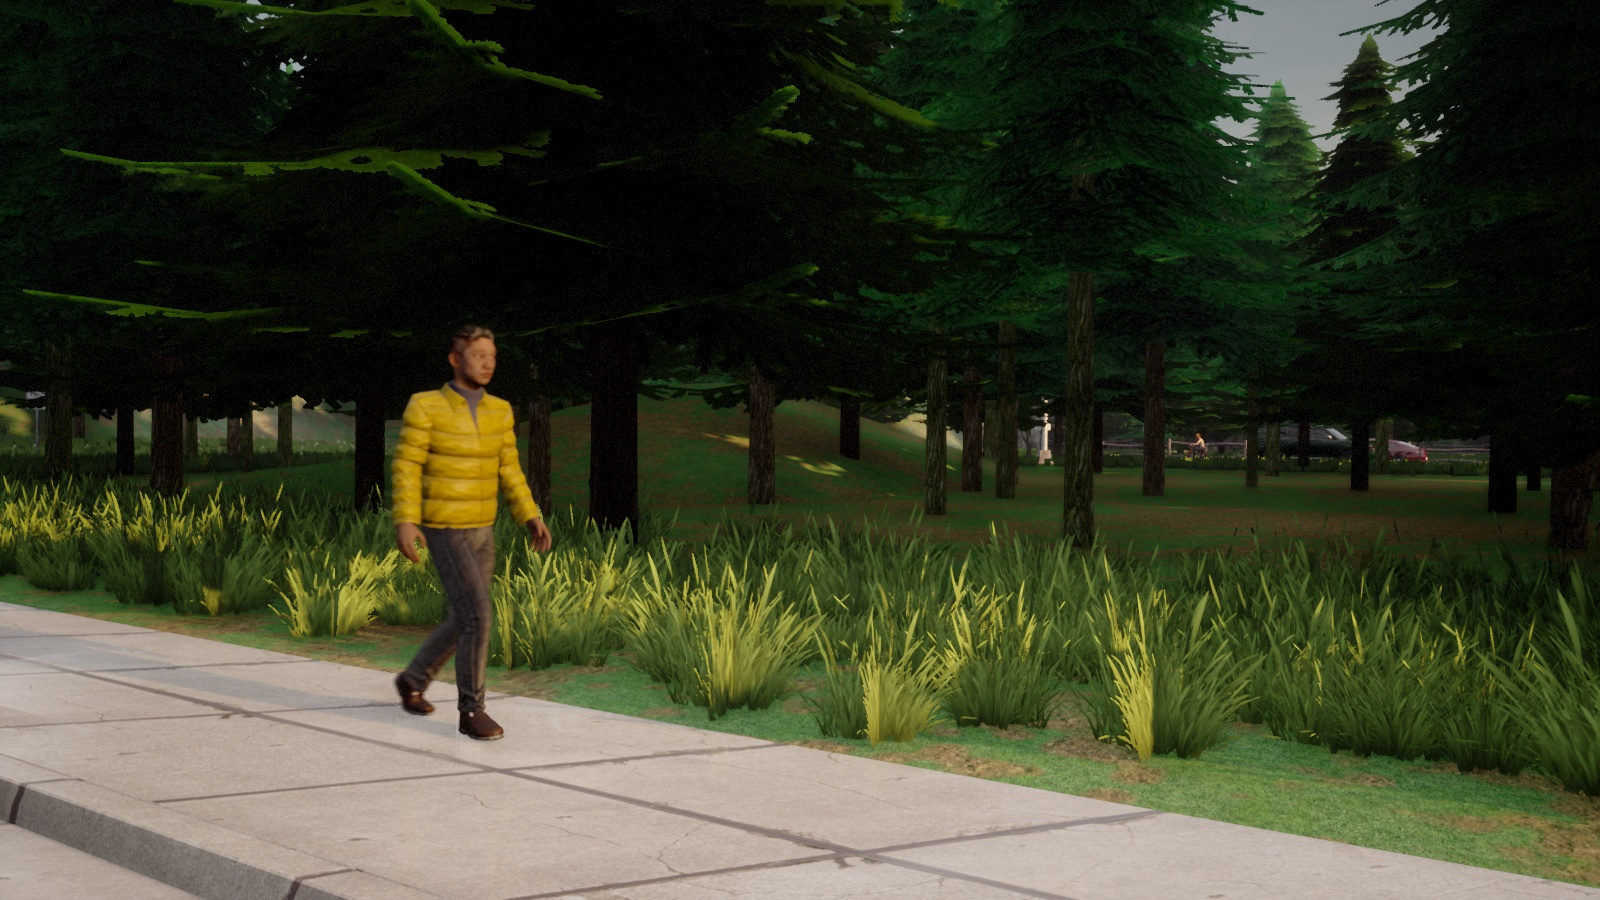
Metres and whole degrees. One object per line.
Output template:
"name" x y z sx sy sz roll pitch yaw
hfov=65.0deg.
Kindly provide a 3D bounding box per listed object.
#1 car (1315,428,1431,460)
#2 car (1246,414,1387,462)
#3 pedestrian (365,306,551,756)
"car" 26.660 -0.287 58.521 4.674 1.442 1.812 0 1 35
"car" 23.259 -0.538 56.626 5.566 2.045 2.150 0 1 35
"pedestrian" -1.506 0.330 5.523 0.709 1.840 0.431 0 1 38
